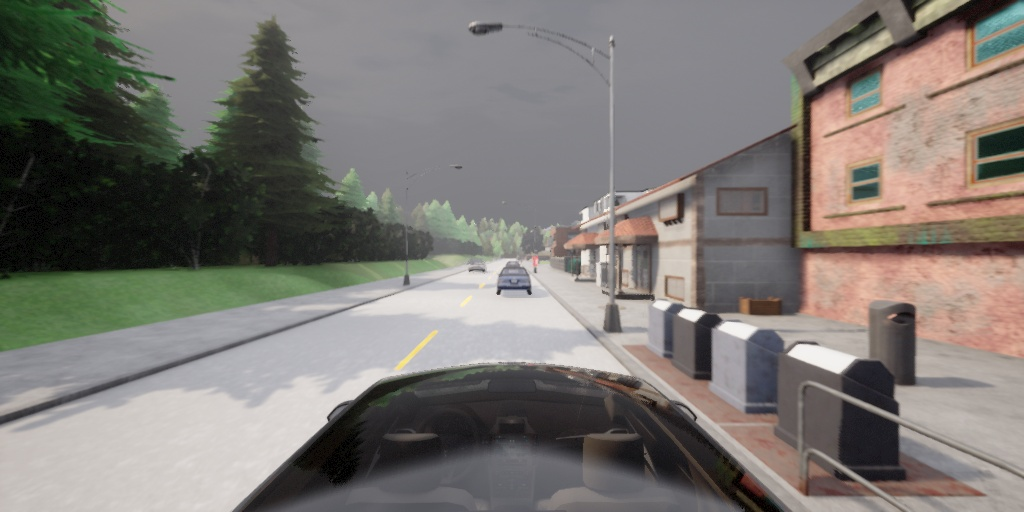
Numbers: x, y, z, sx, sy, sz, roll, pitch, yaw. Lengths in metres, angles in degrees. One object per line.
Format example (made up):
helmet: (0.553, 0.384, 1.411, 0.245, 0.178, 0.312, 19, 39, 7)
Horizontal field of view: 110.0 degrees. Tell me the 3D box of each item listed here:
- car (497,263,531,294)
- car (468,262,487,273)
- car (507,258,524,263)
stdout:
car: (0.108, 1.294, 20.158, 2.033, 1.411, 5.357, 0, 0, 0)
car: (-4.079, 1.342, 42.645, 1.895, 1.301, 4.718, 0, 0, 0)
car: (0.107, 1.289, 43.521, 2.033, 1.411, 5.357, 0, 0, 0)
